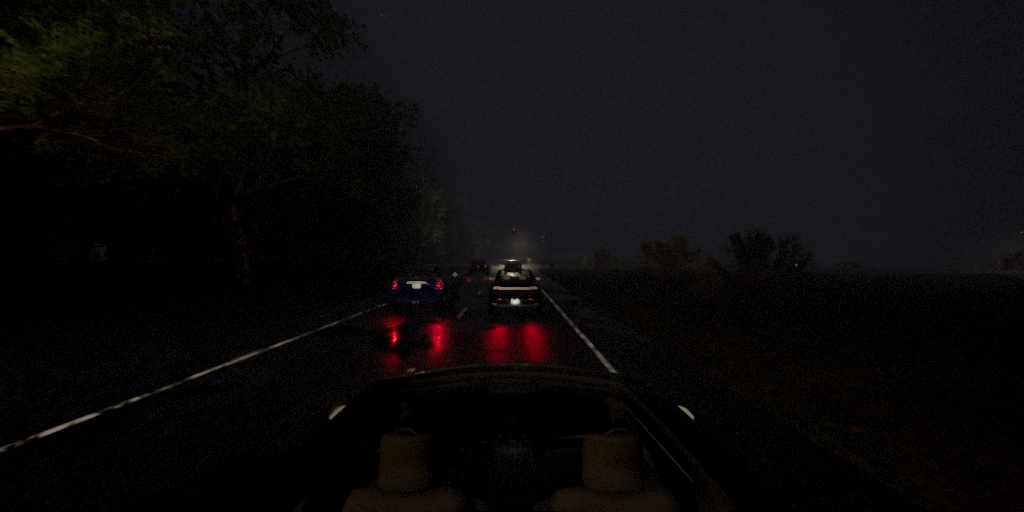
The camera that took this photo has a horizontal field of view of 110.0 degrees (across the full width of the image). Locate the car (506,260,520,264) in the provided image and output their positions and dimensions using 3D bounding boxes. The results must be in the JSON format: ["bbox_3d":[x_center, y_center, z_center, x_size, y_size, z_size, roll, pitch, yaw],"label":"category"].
[{"bbox_3d":[0.123,1.208,37.972,2.128,1.511,4.902,0,0,0],"label":"car"}]

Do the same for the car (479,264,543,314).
[{"bbox_3d":[0.108,1.233,13.719,2.128,1.511,4.902,0,0,0],"label":"car"}]

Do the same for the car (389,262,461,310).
[{"bbox_3d":[-3.392,1.093,14.860,2.097,1.767,4.553,0,0,0],"label":"car"}]

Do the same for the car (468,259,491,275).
[{"bbox_3d":[-3.378,1.069,37.843,2.097,1.767,4.553,0,0,0],"label":"car"}]
